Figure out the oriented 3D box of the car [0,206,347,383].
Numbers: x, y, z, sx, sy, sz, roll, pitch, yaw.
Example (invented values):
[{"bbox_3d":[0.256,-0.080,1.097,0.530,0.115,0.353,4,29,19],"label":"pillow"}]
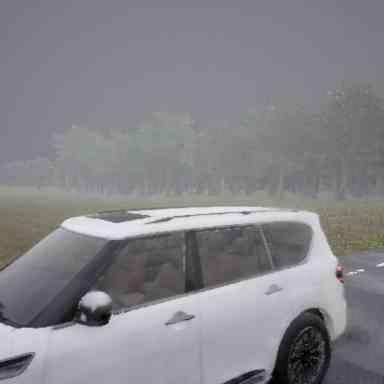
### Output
[{"bbox_3d":[-0.606,1.221,3.560,5.566,2.045,2.150,0,0,-35],"label":"car"}]
